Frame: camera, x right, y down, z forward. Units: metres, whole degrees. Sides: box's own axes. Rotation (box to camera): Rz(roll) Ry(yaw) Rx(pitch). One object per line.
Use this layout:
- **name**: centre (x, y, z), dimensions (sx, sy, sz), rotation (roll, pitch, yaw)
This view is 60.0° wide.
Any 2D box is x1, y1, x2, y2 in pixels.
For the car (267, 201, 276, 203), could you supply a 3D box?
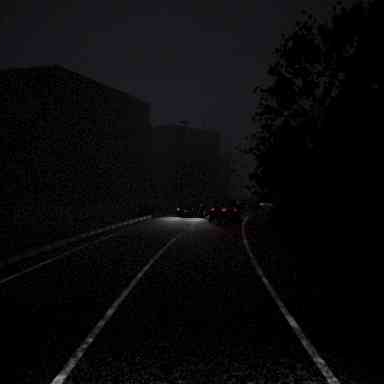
- **car**: centre (15.548, 1.625, 66.901), dimensions (1.895, 1.301, 4.718), rotation (3, 1, 32)

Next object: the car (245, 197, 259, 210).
- **car**: centre (7.370, 1.430, 42.259), dimensions (2.128, 1.511, 4.902), rotation (2, 0, 19)

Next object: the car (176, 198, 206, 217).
- **car**: centre (-0.010, 1.347, 29.489), dimensions (1.837, 1.490, 4.892), rotation (1, 0, 14)

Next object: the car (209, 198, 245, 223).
- **car**: centre (2.623, 1.275, 25.260), dimensions (2.097, 1.767, 4.553), rotation (1, 0, 11)
